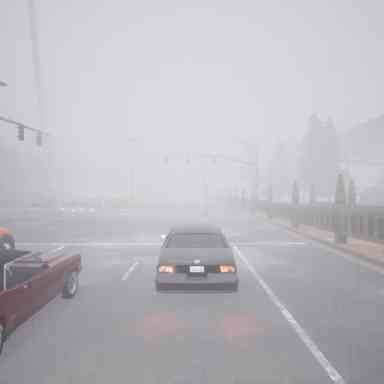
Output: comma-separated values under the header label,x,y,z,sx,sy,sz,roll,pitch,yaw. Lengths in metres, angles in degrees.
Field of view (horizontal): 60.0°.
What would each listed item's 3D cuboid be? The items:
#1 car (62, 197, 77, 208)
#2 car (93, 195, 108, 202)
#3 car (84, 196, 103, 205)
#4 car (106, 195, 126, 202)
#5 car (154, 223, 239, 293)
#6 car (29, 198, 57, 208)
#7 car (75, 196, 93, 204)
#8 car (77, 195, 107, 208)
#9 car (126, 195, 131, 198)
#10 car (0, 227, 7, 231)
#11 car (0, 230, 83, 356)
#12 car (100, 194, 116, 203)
label,x,y,z,sx,sy,sz,roll,pitch,yaw
car,-17.627,1.526,49.430,1.812,1.442,4.674,0,0,0
car,-21.074,1.525,76.713,2.128,1.511,4.902,0,0,0
car,-17.621,1.478,59.465,1.882,1.535,5.008,0,0,1
car,-14.106,1.601,61.755,1.895,1.301,4.718,0,0,1
car,0.091,1.547,8.974,2.033,1.411,5.357,0,0,0
car,-21.143,1.547,47.467,2.033,1.411,5.357,0,0,0
car,-21.069,1.478,65.333,1.882,1.535,5.008,0,0,0
car,-14.144,1.547,47.306,2.033,1.411,5.357,0,0,0
car,-14.072,1.525,75.470,2.128,1.511,4.902,0,0,0
car,-6.909,1.352,9.183,2.097,1.767,4.553,0,0,0
car,-3.405,1.601,5.519,1.895,1.301,4.718,0,0,0
car,-17.567,1.355,69.763,2.097,1.767,4.553,0,0,0
